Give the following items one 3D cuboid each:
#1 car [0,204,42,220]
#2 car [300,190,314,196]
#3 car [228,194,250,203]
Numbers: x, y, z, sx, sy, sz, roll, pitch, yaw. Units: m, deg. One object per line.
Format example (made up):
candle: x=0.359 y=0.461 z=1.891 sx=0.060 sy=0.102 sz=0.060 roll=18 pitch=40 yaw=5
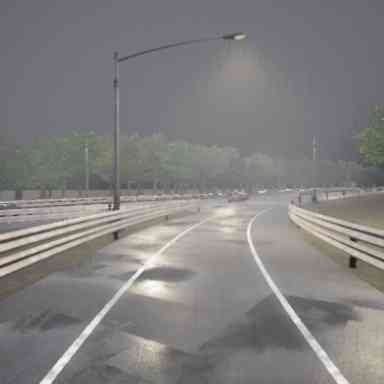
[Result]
car: x=-15.579 y=1.771 z=28.761 sx=1.837 sy=1.490 sz=4.892 roll=0 pitch=1 yaw=42
car: x=26.435 y=0.295 z=76.027 sx=2.033 sy=1.411 sz=5.357 roll=0 pitch=2 yaw=42
car: x=7.761 y=1.020 z=55.020 sx=1.994 sy=1.385 sz=4.181 roll=0 pitch=2 yaw=42
